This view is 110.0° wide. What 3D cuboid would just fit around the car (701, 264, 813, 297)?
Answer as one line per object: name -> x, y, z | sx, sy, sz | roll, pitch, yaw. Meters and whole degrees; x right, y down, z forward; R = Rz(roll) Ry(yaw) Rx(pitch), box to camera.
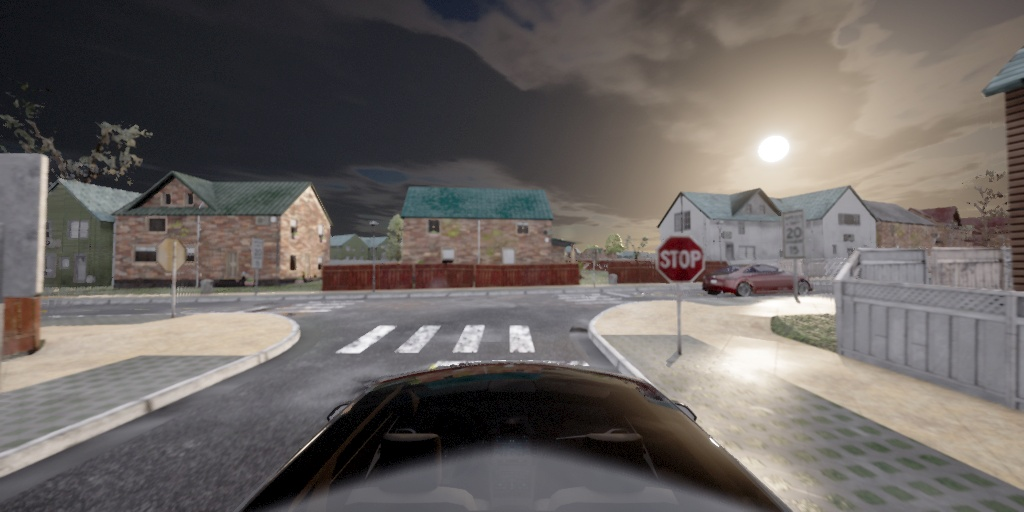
car -> 10.406, 1.010, 15.339 | 4.181, 1.385, 1.994 | -1, -2, -10
